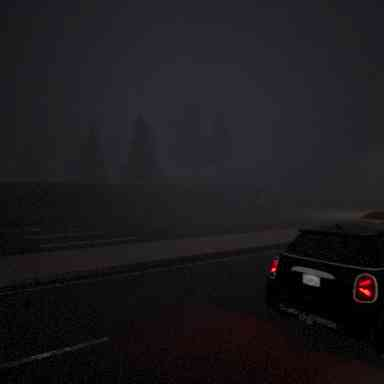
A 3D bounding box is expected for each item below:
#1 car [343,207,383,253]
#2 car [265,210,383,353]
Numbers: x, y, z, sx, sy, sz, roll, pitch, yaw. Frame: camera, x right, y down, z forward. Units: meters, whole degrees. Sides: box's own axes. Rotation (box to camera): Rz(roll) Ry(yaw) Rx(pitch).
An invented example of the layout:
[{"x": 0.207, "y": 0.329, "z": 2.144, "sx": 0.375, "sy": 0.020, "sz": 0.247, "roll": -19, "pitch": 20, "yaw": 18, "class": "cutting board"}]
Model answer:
[{"x": 8.780, "y": 1.479, "z": 14.302, "sx": 5.008, "sy": 1.535, "sz": 1.882, "roll": 0, "pitch": 0, "yaw": -35, "class": "car"}, {"x": 3.537, "y": 1.353, "z": 6.270, "sx": 4.553, "sy": 1.767, "sz": 2.097, "roll": 0, "pitch": 0, "yaw": -35, "class": "car"}]
